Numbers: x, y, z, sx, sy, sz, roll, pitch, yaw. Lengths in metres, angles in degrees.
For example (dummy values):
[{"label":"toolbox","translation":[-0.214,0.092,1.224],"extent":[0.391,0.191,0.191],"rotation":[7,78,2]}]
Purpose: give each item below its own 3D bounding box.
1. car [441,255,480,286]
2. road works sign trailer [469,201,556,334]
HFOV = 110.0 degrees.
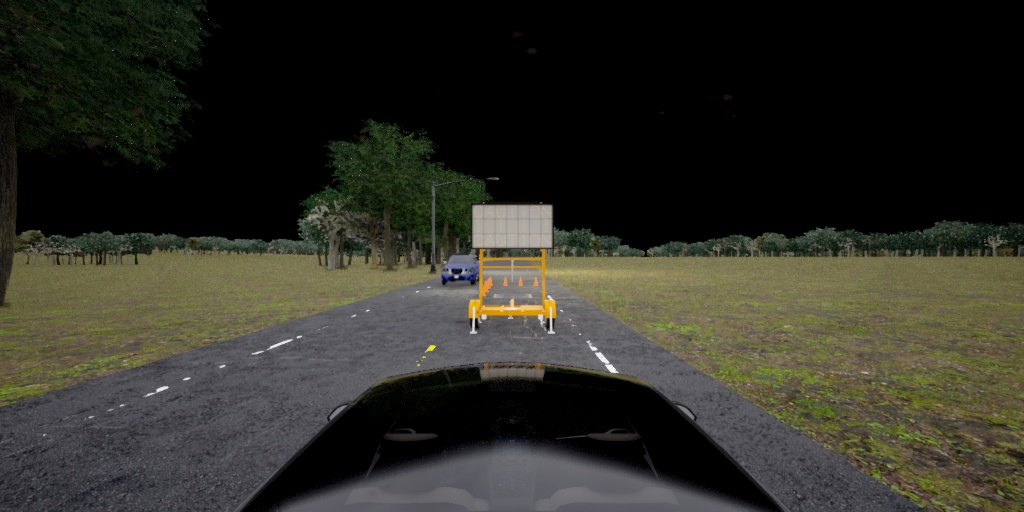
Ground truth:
[{"label":"car","translation":[-3.421,0.918,24.965],"extent":[2.150,2.045,5.566],"rotation":[0,0,0]},{"label":"road works sign trailer","translation":[0.013,0.200,10.594],"extent":[2.380,3.560,2.880],"rotation":[0,0,0]}]
